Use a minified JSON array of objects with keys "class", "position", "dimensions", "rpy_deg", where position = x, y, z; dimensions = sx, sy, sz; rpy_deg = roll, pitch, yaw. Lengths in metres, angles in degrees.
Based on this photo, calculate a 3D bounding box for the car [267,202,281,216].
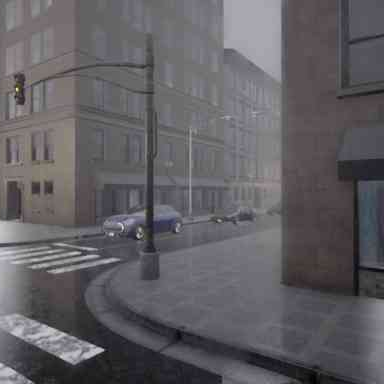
[{"class":"car","position":[9.689,1.750,34.856],"dimensions":[2.033,1.411,5.357],"rpy_deg":[0,0,36]}]

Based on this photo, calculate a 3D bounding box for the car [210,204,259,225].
[{"class":"car","position":[3.505,1.692,26.171],"dimensions":[2.033,1.411,5.357],"rpy_deg":[0,0,35]}]

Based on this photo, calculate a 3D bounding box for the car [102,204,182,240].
[{"class":"car","position":[-2.527,1.439,17.667],"dimensions":[2.097,1.767,4.553],"rpy_deg":[0,0,35]}]
